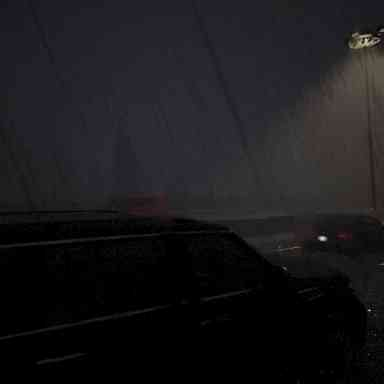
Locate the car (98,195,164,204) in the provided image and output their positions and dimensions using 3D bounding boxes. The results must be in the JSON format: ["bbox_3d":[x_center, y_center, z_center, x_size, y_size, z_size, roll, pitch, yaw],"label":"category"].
[{"bbox_3d":[-3.969,1.208,18.350,5.566,2.045,2.150,0,0,-35],"label":"car"}]

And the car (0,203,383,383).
[{"bbox_3d":[-0.515,1.215,3.378,5.566,2.045,2.150,0,0,-35],"label":"car"}]
